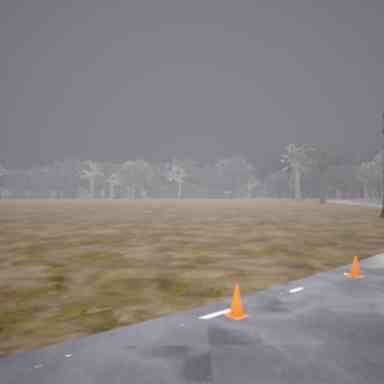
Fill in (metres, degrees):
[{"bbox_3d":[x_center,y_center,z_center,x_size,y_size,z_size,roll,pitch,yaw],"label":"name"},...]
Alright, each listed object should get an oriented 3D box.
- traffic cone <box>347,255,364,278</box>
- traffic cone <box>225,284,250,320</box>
[{"bbox_3d":[4.594,2.069,9.330,0.340,0.580,0.340,1,-1,-41],"label":"traffic cone"},{"bbox_3d":[0.848,2.030,6.237,0.340,0.580,0.340,1,-1,-38],"label":"traffic cone"}]
